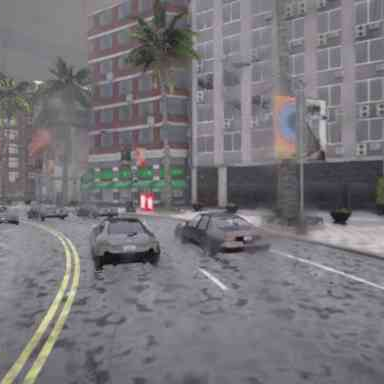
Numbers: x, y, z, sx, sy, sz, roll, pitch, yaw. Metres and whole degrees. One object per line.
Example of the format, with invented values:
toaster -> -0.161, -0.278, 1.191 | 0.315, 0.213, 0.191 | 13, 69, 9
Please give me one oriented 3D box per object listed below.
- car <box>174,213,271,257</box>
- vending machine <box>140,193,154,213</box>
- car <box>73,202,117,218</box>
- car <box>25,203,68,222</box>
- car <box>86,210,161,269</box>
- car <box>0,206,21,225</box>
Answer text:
car -> 0.895, 1.508, 12.819 | 2.033, 1.411, 5.357 | 0, 0, -20
vending machine -> -4.789, 1.144, 35.477 | 1.100, 2.100, 0.880 | -1, 0, -44
car -> -8.228, 1.541, 28.212 | 2.033, 1.411, 5.357 | -1, 0, -41
car -> -11.942, 1.572, 27.164 | 2.033, 1.411, 5.357 | -1, 0, -43
car -> -2.407, 1.554, 11.316 | 1.994, 1.385, 4.181 | 0, 0, -19
car -> -13.724, 1.647, 23.602 | 1.895, 1.301, 4.718 | -1, 0, -42
